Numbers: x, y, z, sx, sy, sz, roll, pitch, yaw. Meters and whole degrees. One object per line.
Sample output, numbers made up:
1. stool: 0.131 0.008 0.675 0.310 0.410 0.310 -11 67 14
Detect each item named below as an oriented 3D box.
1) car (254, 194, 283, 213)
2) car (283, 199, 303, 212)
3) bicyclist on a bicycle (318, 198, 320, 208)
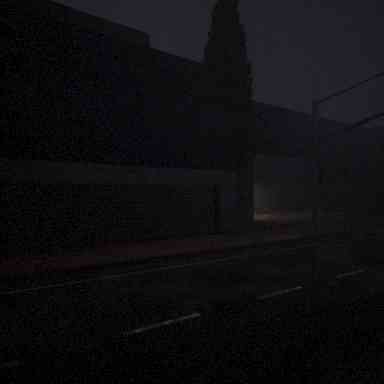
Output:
1. car: 6.856 1.220 36.661 2.150 2.045 5.566 0 0 -37
2. car: 10.445 1.524 38.039 1.812 1.442 4.674 0 0 -37
3. bicyclist on a bicycle: 16.238 1.301 43.289 1.656 1.620 0.582 0 0 -37
